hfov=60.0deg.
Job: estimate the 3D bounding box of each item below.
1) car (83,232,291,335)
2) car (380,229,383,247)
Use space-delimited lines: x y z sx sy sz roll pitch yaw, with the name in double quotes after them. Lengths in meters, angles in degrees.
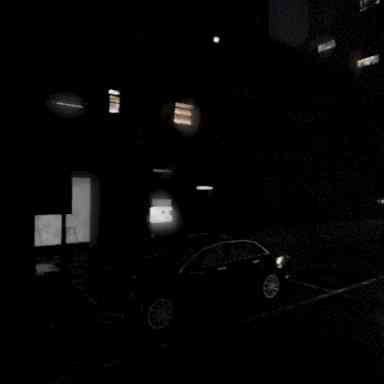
0.119 1.536 6.632 4.403 1.369 2.008 0 1 -36 "car"
9.186 1.506 13.104 4.313 1.339 1.947 0 1 -36 "car"
